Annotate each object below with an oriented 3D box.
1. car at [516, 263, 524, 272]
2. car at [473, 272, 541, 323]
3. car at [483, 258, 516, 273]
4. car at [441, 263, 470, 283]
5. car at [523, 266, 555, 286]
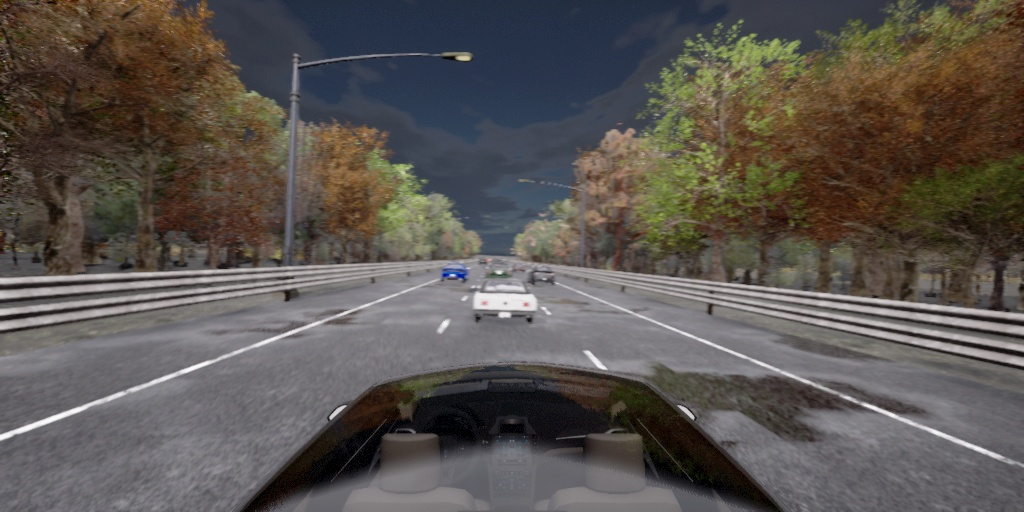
[{"bbox_3d":[1.113,1.851,56.962,2.033,1.411,5.357,2,0,-3],"label":"car"},{"bbox_3d":[-0.301,1.446,12.689,1.895,1.301,4.718,2,-1,-3],"label":"car"},{"bbox_3d":[-1.093,1.329,29.671,2.097,1.767,4.553,2,-1,-3],"label":"car"},{"bbox_3d":[-4.598,1.330,29.623,1.882,1.535,5.008,2,-1,-3],"label":"car"},{"bbox_3d":[2.390,1.596,29.938,2.128,1.511,4.902,2,-1,-3],"label":"car"}]
